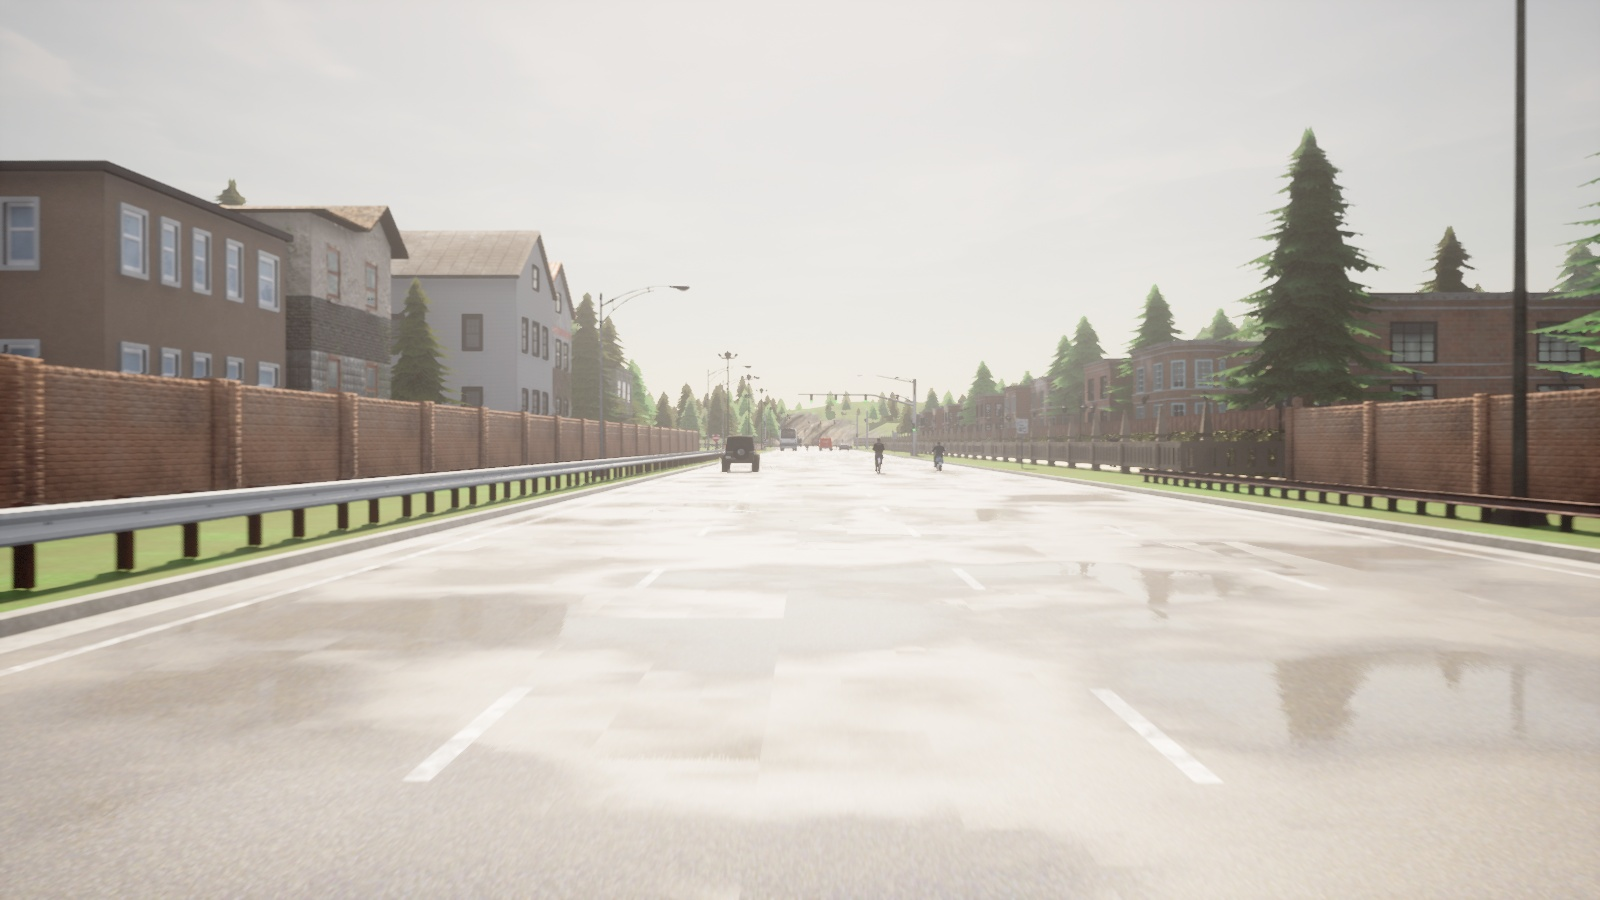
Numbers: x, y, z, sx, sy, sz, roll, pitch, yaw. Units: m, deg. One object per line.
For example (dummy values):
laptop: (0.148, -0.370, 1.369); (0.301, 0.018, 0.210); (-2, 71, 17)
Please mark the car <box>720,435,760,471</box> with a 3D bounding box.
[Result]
car: (-3.109, 0.166, 66.078); (1.905, 1.878, 3.866); (0, 0, 0)
